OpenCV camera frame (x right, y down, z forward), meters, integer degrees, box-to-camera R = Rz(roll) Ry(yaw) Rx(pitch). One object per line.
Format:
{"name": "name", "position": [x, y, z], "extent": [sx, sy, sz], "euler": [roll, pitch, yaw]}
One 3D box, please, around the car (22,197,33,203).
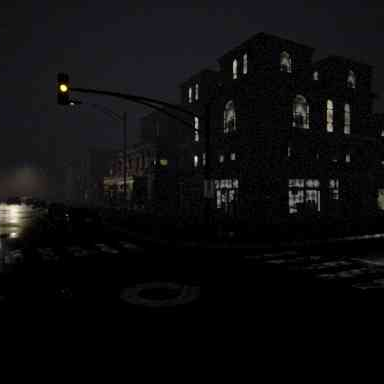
{"name": "car", "position": [-33.784, 1.605, 68.138], "extent": [1.802, 1.307, 4.206], "euler": [0, 0, -29]}

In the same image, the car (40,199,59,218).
{"name": "car", "position": [-12.095, 1.587, 29.653], "extent": [1.802, 1.307, 4.206], "euler": [0, 0, -29]}

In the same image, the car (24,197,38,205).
{"name": "car", "position": [-28.363, 1.568, 58.518], "extent": [2.008, 1.369, 4.403], "euler": [0, 0, -29]}

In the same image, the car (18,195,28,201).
{"name": "car", "position": [-41.917, 1.475, 82.570], "extent": [1.967, 1.590, 4.097], "euler": [0, 0, -29]}

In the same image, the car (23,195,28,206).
{"name": "car", "position": [-25.650, 1.454, 53.707], "extent": [1.967, 1.590, 4.097], "euler": [0, 0, -29]}

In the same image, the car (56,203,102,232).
{"name": "car", "position": [-6.674, 1.569, 20.033], "extent": [1.947, 1.339, 4.313], "euler": [0, 0, -29]}

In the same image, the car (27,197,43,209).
{"name": "car", "position": [-20.229, 1.561, 44.086], "extent": [2.008, 1.369, 4.403], "euler": [0, 0, -29]}

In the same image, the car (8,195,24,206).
{"name": "car", "position": [-30.256, 1.494, 56.591], "extent": [1.882, 1.535, 5.008], "euler": [0, 0, -29]}
